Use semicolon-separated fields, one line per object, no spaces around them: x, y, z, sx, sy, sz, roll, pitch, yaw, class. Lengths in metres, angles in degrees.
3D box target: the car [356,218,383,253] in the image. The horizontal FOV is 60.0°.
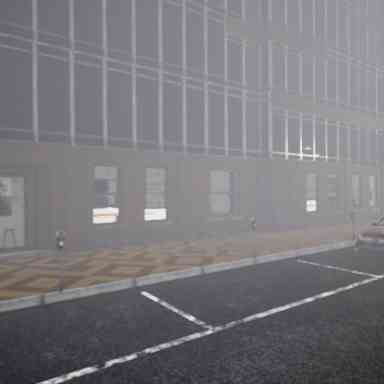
7.645;1.484;12.011;4.206;1.307;1.802;-1;0;-35;car
